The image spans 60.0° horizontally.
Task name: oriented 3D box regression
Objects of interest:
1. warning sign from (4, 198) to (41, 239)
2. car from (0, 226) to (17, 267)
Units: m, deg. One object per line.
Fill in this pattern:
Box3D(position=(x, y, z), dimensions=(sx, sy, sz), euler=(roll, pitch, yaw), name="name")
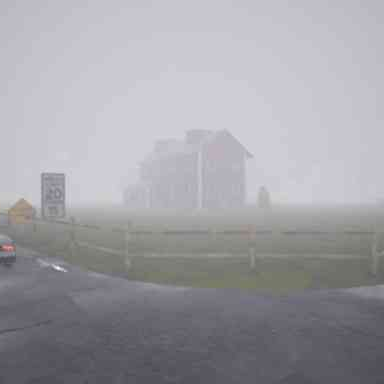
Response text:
Box3D(position=(-8.072, 1.211, 15.819), dimensions=(1.300, 1.860, 1.060), euler=(0, 0, -44), name="warning sign")
Box3D(position=(-7.145, 1.627, 10.878), dimensions=(2.033, 1.411, 5.357), euler=(0, 0, -38), name="car")
